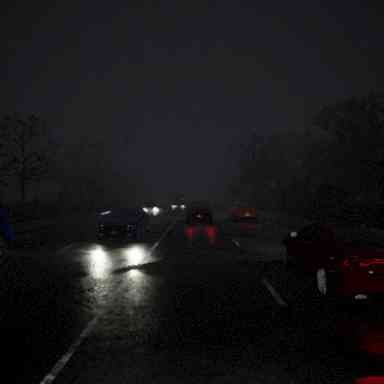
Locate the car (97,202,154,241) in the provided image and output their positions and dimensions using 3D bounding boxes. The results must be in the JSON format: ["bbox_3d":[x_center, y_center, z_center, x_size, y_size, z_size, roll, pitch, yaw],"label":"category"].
[{"bbox_3d":[-3.330,1.486,16.930,1.882,1.535,5.008,0,0,1],"label":"car"}]

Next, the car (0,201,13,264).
[{"bbox_3d":[-6.991,1.221,8.685,2.150,2.045,5.566,0,0,1],"label":"car"}]

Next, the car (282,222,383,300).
[{"bbox_3d":[3.723,1.487,8.474,1.882,1.535,5.008,0,0,1],"label":"car"}]

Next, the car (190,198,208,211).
[{"bbox_3d":[0.914,1.520,42.883,2.128,1.511,4.902,0,0,1],"label":"car"}]

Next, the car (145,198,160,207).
[{"bbox_3d":[-6.089,1.628,51.010,1.895,1.301,4.718,0,0,2],"label":"car"}]

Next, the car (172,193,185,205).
[{"bbox_3d":[-2.379,1.257,59.515,2.150,2.045,5.566,0,0,2],"label":"car"}]

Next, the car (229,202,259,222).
[{"bbox_3d":[4.075,1.499,26.656,1.882,1.535,5.008,0,0,1],"label":"car"}]

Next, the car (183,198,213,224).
[{"bbox_3d":[0.545,1.494,25.212,1.882,1.535,5.008,0,0,1],"label":"car"}]
